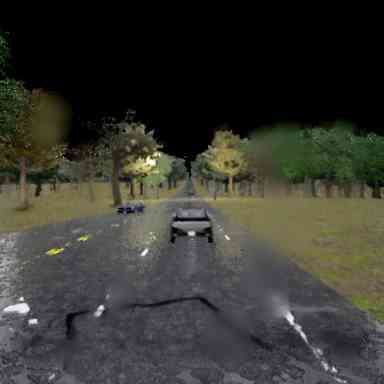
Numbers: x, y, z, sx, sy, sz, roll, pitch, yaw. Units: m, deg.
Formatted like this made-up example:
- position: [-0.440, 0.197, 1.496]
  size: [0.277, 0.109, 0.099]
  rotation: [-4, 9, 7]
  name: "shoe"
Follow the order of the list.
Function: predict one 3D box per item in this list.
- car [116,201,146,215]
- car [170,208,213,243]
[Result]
- position: [-6.116, 1.612, 33.756]
  size: [1.895, 1.301, 4.718]
  rotation: [0, 0, 6]
  name: "car"
- position: [-0.020, 1.497, 16.132]
  size: [2.128, 1.511, 4.902]
  rotation: [0, 0, 0]
  name: "car"
